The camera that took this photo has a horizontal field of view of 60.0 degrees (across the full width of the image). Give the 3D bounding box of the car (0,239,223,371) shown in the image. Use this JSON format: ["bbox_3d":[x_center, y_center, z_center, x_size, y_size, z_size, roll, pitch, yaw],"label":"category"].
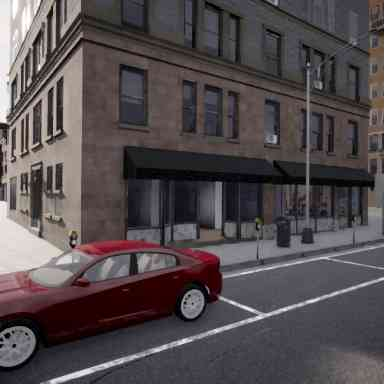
[{"bbox_3d":[-1.518,1.545,5.672,4.507,1.381,1.887,0,1,-35],"label":"car"}]
